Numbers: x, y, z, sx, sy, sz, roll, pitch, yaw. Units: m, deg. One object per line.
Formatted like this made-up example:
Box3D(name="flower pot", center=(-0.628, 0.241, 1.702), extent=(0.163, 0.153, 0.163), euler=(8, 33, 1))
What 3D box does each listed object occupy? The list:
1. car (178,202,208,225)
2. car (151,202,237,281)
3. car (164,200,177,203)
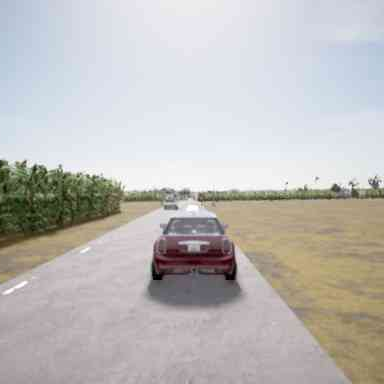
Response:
Box3D(name="car", center=(0.067, 1.565, 25.294), extent=(2.033, 1.411, 5.357), euler=(0, 0, 0))
Box3D(name="car", center=(0.063, 1.351, 10.000), extent=(2.097, 1.767, 4.553), euler=(0, 0, 0))
Box3D(name="car", center=(-2.835, 1.718, 45.191), extent=(1.895, 1.301, 4.718), euler=(0, 0, 0))
